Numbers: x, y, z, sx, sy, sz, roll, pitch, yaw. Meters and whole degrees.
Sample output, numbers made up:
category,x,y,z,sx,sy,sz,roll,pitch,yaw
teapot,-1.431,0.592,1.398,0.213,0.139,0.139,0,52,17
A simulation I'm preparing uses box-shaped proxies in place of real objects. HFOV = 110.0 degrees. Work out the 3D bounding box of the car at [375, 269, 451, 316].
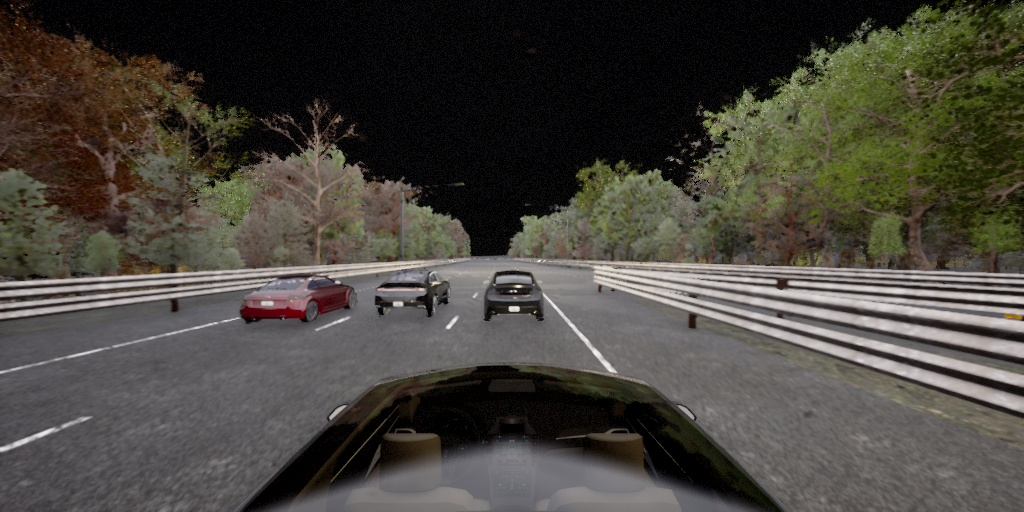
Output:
category,x,y,z,sx,sy,sz,roll,pitch,yaw
car,-3.464,1.240,13.275,2.128,1.511,4.902,0,0,0

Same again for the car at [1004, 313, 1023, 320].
category,x,y,z,sx,sy,sz,roll,pitch,yaw
car,14.311,1.278,7.413,1.882,1.535,5.008,0,0,-14

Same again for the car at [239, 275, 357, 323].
category,x,y,z,sx,sy,sz,roll,pitch,yaw
car,-6.954,1.313,12.174,1.994,1.385,4.181,0,0,0

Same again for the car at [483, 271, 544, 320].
category,x,y,z,sx,sy,sz,roll,pitch,yaw
car,0.044,1.252,12.574,1.837,1.490,4.892,0,0,0
